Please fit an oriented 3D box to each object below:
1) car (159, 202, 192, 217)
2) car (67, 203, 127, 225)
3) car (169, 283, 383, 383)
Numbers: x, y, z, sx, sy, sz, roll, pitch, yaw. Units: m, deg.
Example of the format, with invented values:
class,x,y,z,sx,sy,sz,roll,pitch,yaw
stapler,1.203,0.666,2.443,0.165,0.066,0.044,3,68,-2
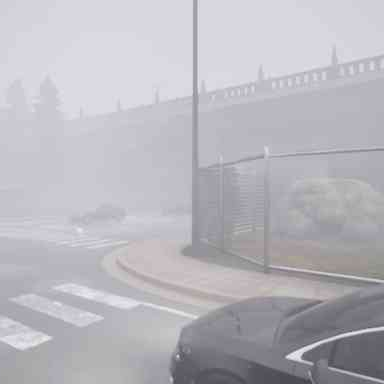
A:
class,x,y,z,sx,sy,sz,roll,pitch,yaw
car,-1.099,1.652,32.849,1.895,1.301,4.718,0,0,36
car,-6.923,1.577,24.702,1.812,1.442,4.674,0,0,36
car,2.010,1.505,2.571,4.892,1.490,1.837,0,0,36
